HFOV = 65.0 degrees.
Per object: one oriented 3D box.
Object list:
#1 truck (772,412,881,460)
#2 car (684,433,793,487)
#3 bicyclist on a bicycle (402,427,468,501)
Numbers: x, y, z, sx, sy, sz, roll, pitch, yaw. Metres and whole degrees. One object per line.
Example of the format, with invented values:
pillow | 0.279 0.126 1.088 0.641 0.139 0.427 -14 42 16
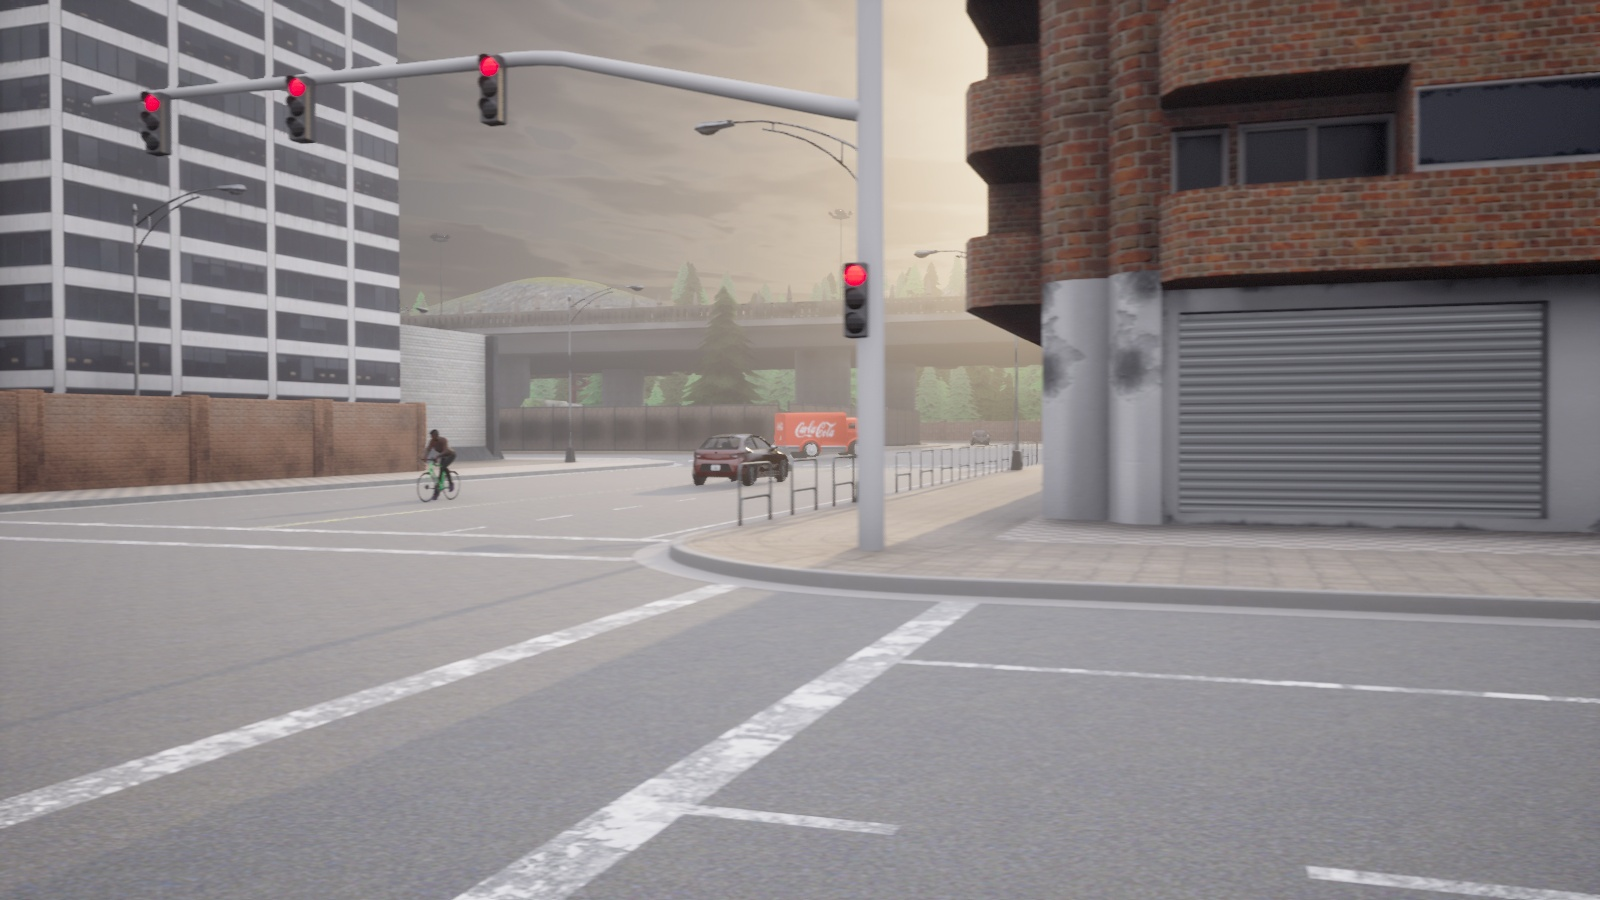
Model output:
truck | 1.390 -0.745 66.855 5.204 2.467 2.627 0 1 -17
car | -1.731 0.244 36.818 1.816 1.474 4.193 1 1 18
bicyclist on a bicycle | -8.219 0.295 28.344 0.582 1.620 1.656 1 1 18
